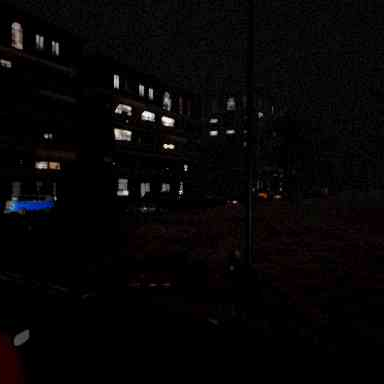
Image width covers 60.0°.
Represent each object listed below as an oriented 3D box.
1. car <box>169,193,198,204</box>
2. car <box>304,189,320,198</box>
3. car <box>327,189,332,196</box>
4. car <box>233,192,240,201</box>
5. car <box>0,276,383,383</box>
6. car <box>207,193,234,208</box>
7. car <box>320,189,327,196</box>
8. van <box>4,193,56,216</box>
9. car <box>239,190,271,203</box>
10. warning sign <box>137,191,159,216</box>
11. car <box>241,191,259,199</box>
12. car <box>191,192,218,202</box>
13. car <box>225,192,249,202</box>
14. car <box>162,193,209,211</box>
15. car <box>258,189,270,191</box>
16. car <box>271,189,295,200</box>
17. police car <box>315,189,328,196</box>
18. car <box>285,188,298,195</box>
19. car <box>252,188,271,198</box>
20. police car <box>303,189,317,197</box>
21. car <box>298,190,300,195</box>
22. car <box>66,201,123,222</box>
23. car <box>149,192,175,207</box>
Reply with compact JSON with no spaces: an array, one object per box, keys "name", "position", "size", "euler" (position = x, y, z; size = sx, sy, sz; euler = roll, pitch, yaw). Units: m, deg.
[{"name":"car","position":[-1.157,0.884,46.942],"size":[1.947,1.339,4.313],"euler":[2,2,35]},{"name":"car","position":[24.732,0.427,69.668],"size":[2.008,1.369,4.403],"euler":[2,2,35]},{"name":"car","position":[34.229,0.060,83.410],"size":[1.967,1.590,4.097],"euler":[2,2,35]},{"name":"car","position":[7.259,0.746,49.047],"size":[1.882,1.535,5.008],"euler":[1,1,35]},{"name":"car","position":[-0.503,1.542,3.223],"size":[4.507,1.381,1.887],"euler":[0,1,35]},{"name":"car","position":[2.571,1.032,37.596],"size":[2.008,1.369,4.403],"euler":[2,2,35]},{"name":"car","position":[27.897,0.342,74.249],"size":[2.008,1.369,4.403],"euler":[2,2,35]},{"name":"van","position":[-13.818,1.009,28.610],"size":[1.690,1.788,3.998],"euler":[2,2,35]},{"name":"car","position":[8.902,0.858,46.759],"size":[2.008,1.369,4.403],"euler":[2,2,35]},{"name":"warning sign","position":[-3.310,0.835,24.941],"size":[1.300,1.860,1.060],"euler":[0,0,35]},{"name":"car","position":[11.409,0.499,65.127],"size":[1.752,1.417,4.829],"euler":[2,2,35]},{"name":"car","position":[2.008,0.782,51.523],"size":[2.008,1.369,4.403],"euler":[2,2,35]},{"name":"car","position":[7.507,0.712,54.769],"size":[1.837,1.490,4.892],"euler":[1,1,35]},{"name":"car","position":[-0.595,1.114,33.014],"size":[1.887,1.381,4.507],"euler":[2,2,35]},{"name":"car","position":[12.801,0.467,57.150],"size":[2.097,1.767,4.553],"euler":[1,1,35]},{"name":"car","position":[15.331,0.657,56.063],"size":[1.752,1.417,4.829],"euler":[2,2,35]},{"name":"police car","position":[33.058,0.018,85.002],"size":[1.930,1.638,5.238],"euler":[1,1,34]},{"name":"car","position":[24.171,-0.056,83.588],"size":[2.192,1.841,5.009],"euler":[2,2,35]},{"name":"car","position":[14.675,0.201,69.844],"size":[2.192,1.841,5.009],"euler":[2,2,35]},{"name":"police car","position":[27.250,0.170,76.860],"size":[1.930,1.638,5.238],"euler":[1,1,32]},{"name":"car","position":[27.334,0.088,88.176],"size":[1.887,1.381,4.507],"euler":[2,2,35]},{"name":"car","position":[-6.926,1.311,23.852],"size":[1.947,1.339,4.313],"euler":[2,2,35]},{"name":"car","position":[-3.433,0.814,39.100],"size":[2.097,1.767,4.553],"euler":[1,1,35]}]
